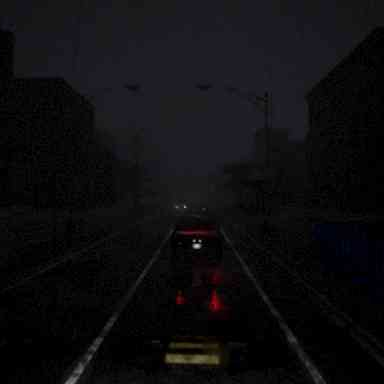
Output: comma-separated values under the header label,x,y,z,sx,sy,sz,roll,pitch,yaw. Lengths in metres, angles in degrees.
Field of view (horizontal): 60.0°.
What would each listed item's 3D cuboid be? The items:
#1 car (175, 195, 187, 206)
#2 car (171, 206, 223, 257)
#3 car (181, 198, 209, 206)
label,x,y,z,sx,sy,sz,roll,pitch,yaw
car,-2.010,1.648,64.475,2.150,2.045,5.566,0,-1,1
car,0.215,1.568,13.392,2.128,1.511,4.902,0,0,1
car,0.454,1.541,28.388,2.128,1.511,4.902,0,0,1
